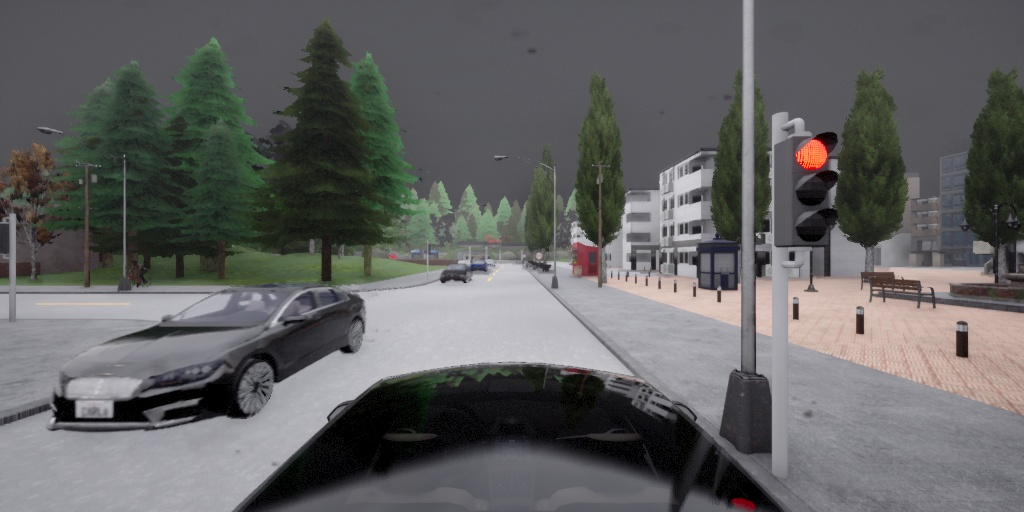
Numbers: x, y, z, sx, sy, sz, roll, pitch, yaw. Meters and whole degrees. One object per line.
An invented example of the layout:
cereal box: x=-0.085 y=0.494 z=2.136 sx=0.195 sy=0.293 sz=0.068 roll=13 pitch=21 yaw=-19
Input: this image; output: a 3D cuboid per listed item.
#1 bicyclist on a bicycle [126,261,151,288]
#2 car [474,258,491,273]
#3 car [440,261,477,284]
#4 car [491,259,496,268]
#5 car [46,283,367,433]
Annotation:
bicyclist on a bicycle: x=-22.136 y=1.099 z=21.184 sx=0.582 sy=1.620 sz=1.656 roll=0 pitch=0 yaw=0
car: x=-4.076 y=1.227 z=44.667 sx=1.882 sy=1.535 sz=5.008 roll=0 pitch=0 yaw=0
car: x=-4.093 y=1.297 z=27.098 sx=2.033 sy=1.411 sz=5.357 roll=0 pitch=0 yaw=0
car: x=-3.949 y=1.276 z=63.475 sx=1.812 sy=1.442 sz=4.674 roll=0 pitch=0 yaw=0
car: x=-4.098 y=1.241 z=5.971 sx=2.128 sy=1.511 sz=4.902 roll=0 pitch=0 yaw=0
